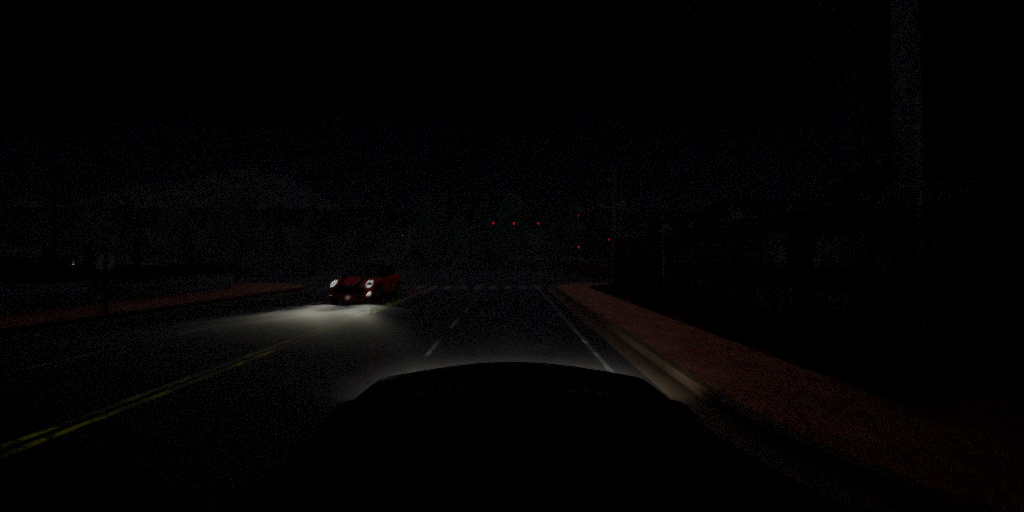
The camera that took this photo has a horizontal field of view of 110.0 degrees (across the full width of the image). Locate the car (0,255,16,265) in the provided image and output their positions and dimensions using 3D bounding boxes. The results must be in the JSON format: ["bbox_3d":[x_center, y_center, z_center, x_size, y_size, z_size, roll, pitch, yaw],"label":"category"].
[{"bbox_3d":[-47.844,0.698,31.513,4.902,1.511,2.128,5,0,-1],"label":"car"}]

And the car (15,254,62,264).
[{"bbox_3d":[-47.949,0.706,35.021,5.008,1.535,1.882,5,-1,-1],"label":"car"}]

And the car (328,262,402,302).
[{"bbox_3d":[-7.007,1.208,17.544,2.097,1.767,4.553,0,0,0],"label":"car"}]

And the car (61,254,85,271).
[{"bbox_3d":[-48.130,0.597,38.529,4.553,1.767,2.097,5,-1,-1],"label":"car"}]
